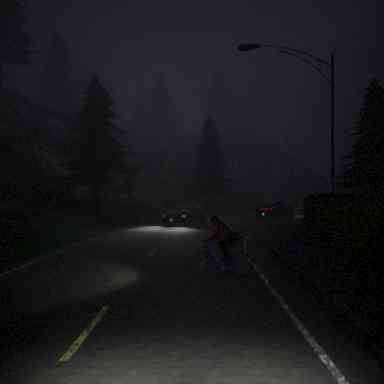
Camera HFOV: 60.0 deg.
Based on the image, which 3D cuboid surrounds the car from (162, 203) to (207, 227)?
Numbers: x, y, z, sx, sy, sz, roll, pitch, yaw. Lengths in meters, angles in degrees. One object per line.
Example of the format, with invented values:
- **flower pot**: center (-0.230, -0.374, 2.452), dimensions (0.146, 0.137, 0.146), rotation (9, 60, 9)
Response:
- **car**: center (-0.382, 1.520, 23.205), dimensions (1.812, 1.442, 4.674), rotation (0, 0, 23)

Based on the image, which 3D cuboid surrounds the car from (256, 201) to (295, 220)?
- **car**: center (7.170, 1.499, 28.365), dimensions (1.837, 1.490, 4.892), rotation (-1, -1, 38)

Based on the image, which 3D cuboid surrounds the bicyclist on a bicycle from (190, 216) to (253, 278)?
- **bicyclist on a bicycle**: center (0.749, 1.438, 8.630), dimensions (1.656, 1.620, 0.582), rotation (-1, 0, 1)
